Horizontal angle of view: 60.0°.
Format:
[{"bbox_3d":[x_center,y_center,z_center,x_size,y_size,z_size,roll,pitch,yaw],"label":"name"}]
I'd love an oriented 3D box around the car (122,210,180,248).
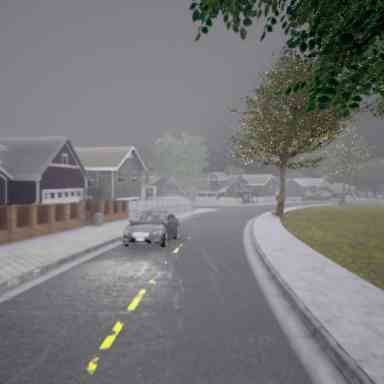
[{"bbox_3d":[-1.740,1.618,15.528,2.128,1.511,4.902,0,0,7],"label":"car"}]
